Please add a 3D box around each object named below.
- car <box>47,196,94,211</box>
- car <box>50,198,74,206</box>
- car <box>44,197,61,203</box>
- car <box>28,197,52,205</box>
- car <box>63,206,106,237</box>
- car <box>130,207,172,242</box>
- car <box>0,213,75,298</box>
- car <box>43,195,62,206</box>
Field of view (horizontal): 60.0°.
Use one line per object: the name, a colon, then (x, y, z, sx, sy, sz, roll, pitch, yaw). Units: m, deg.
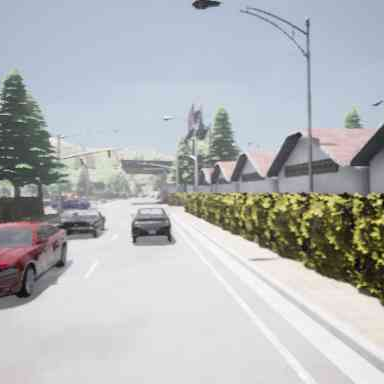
car: (-15.477, 1.645, 42.613, 4.674, 1.442, 1.812, -1, 0, -1)
car: (-24.933, 1.866, 63.970, 3.806, 1.475, 1.970, -1, 0, -8)
car: (-35.741, 2.047, 85.068, 3.633, 1.501, 1.845, -1, 0, -8)
car: (-34.374, 2.001, 75.169, 4.514, 1.523, 2.007, -1, 0, -8)
car: (-6.053, 1.722, 18.762, 1.895, 1.301, 4.718, -1, 0, -8)
car: (-2.045, 1.527, 16.709, 2.128, 1.511, 4.902, -1, 0, -8)
car: (-4.712, 1.574, 8.843, 1.882, 1.535, 5.008, -1, 0, -8)
car: (-25.075, 1.587, 60.592, 3.866, 1.878, 1.905, -1, 0, -8)
